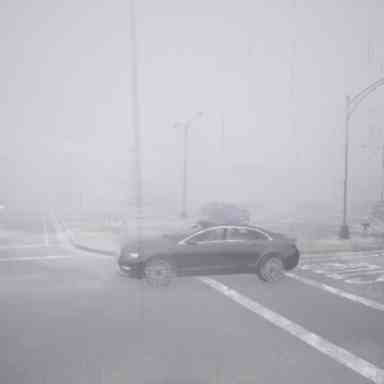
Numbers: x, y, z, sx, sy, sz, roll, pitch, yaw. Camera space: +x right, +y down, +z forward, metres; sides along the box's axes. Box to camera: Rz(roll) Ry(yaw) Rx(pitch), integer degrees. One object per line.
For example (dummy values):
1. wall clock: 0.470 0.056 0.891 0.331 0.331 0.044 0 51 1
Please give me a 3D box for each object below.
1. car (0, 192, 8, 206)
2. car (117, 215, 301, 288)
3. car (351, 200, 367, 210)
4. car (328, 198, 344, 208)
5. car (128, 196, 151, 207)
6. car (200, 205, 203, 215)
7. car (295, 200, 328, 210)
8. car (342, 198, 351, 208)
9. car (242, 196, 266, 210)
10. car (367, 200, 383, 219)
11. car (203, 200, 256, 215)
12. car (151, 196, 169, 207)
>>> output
1. car: -24.828 0.783 42.461 2.097 1.767 4.553 2 0 -24
2. car: 0.491 1.539 9.004 4.902 1.511 2.128 2 0 -13
3. car: 29.657 2.142 55.655 1.932 1.855 4.605 2 0 -24
4. car: 26.173 2.330 63.388 1.970 1.475 3.806 2 0 -24
5. car: -7.943 1.277 48.112 2.007 1.523 4.514 2 0 -24
6. car: 2.342 1.568 32.315 1.970 1.475 3.806 2 0 -24
7. car: 17.983 1.992 51.247 2.007 1.523 4.514 2 0 -24
8. car: 29.466 2.143 64.180 1.905 1.878 3.866 2 0 -24
9. car: 8.837 1.738 47.229 1.845 1.501 3.633 2 0 -24
10. car: 19.671 1.778 31.743 1.932 1.855 4.605 2 0 -24
11. car: 2.632 1.540 24.324 1.845 1.501 3.633 2 0 -24
12. car: -5.098 1.354 49.433 2.152 1.636 5.027 2 0 -24
